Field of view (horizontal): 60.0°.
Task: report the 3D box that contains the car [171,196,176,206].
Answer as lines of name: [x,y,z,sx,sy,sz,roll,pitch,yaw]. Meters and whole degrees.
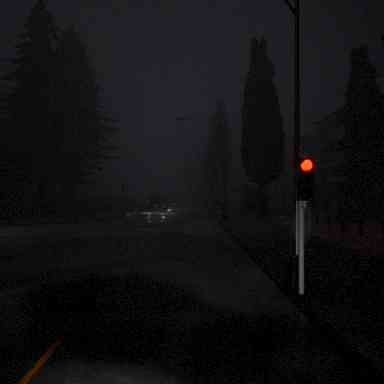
car: [-4.168,1.221,51.547,2.150,2.045,5.566,0,0,0]

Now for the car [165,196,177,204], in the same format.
car: [-4.087,1.547,66.519,2.033,1.411,5.357,0,0,0]

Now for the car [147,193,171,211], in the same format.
car: [-4.166,1.221,40.843,2.150,2.045,5.566,0,0,0]
